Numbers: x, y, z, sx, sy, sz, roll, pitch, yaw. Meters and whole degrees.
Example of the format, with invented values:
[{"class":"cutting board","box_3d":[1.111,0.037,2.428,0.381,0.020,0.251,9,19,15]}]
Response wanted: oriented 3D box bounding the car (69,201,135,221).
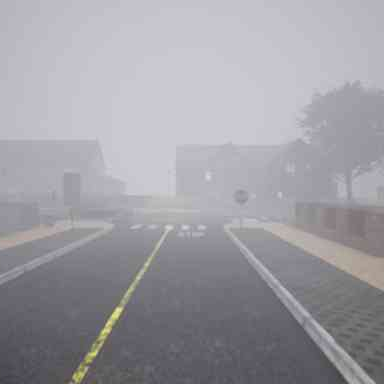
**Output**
[{"class":"car","box_3d":[-6.894,1.421,25.599,4.902,1.511,2.128,1,1,-1]}]
